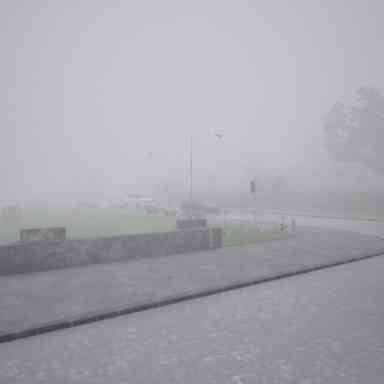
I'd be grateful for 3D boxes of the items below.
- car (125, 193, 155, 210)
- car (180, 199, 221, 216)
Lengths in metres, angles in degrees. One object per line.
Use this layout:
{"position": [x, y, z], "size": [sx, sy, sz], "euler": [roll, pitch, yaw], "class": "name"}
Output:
{"position": [-6.961, 1.209, 44.010], "size": [2.150, 2.045, 5.566], "euler": [0, 0, -36], "class": "car"}
{"position": [0.785, 1.463, 33.139], "size": [1.882, 1.535, 5.008], "euler": [0, 0, -36], "class": "car"}
